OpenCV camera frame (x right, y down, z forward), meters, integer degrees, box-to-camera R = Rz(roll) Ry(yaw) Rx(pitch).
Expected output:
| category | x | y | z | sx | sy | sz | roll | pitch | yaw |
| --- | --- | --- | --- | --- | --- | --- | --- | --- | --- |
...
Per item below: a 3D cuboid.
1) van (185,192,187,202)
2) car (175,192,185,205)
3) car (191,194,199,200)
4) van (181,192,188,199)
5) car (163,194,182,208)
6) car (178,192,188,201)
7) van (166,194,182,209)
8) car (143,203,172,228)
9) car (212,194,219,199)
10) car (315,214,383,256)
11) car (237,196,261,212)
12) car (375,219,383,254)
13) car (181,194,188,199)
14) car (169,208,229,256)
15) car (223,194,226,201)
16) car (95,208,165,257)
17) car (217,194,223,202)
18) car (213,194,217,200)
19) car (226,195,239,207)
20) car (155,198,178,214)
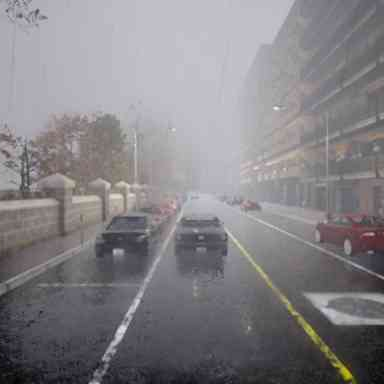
| category | x | y | z | sx | sy | sz | roll | pitch | yaw |
| --- | --- | --- | --- | --- | --- | --- | --- | --- | --- |
| van | -2.120 | 1.060 | 51.958 | 1.690 | 1.788 | 3.998 | 0 | 0 | 0 |
| car | -2.189 | 1.114 | 35.066 | 2.192 | 1.841 | 5.009 | 0 | 0 | 0 |
| car | 0.693 | 1.140 | 81.606 | 2.033 | 1.411 | 5.357 | 0 | 0 | 0 |
| van | -1.980 | 0.917 | 85.738 | 1.690 | 1.788 | 3.998 | 0 | 0 | 0 |
| car | -2.212 | 1.265 | 29.436 | 1.967 | 1.590 | 4.097 | 0 | 0 | 0 |
| car | -2.026 | 0.934 | 74.478 | 2.192 | 1.841 | 5.009 | 0 | 0 | 0 |
| van | -2.166 | 1.113 | 40.697 | 1.690 | 1.788 | 3.998 | 0 | 0 | 0 |
| car | -2.259 | 1.468 | 18.181 | 1.802 | 1.307 | 4.206 | 0 | 0 | 0 |
| car | 6.423 | 1.142 | 91.336 | 1.802 | 1.307 | 4.206 | 0 | 0 | 0 |
| car | 6.099 | 1.470 | 12.515 | 1.887 | 1.381 | 4.507 | 0 | 0 | 0 |
| car | 6.191 | 1.386 | 35.033 | 1.802 | 1.307 | 4.206 | 0 | 0 | 0 |
| car | 6.075 | 1.511 | 6.884 | 2.008 | 1.369 | 4.403 | 0 | 0 | 0 |
| car | -1.957 | 1.137 | 91.370 | 1.802 | 1.307 | 4.206 | 0 | 0 | 0 |
| car | 0.311 | 1.521 | 12.843 | 1.895 | 1.301 | 4.718 | 0 | 0 | 0 |
| car | 6.261 | 1.306 | 51.925 | 1.802 | 1.307 | 4.206 | 0 | 0 | 0 |
| car | -2.281 | 1.486 | 12.550 | 1.947 | 1.339 | 4.313 | 0 | 0 | 0 |
| car | 6.307 | 1.238 | 63.185 | 1.947 | 1.339 | 4.313 | 0 | 0 | 0 |
| car | 6.354 | 1.064 | 74.444 | 1.967 | 1.590 | 4.097 | 0 | 0 | 0 |
| car | 6.237 | 1.191 | 46.294 | 1.967 | 1.590 | 4.097 | 0 | 0 | 0 |
| car | -2.235 | 1.398 | 23.808 | 1.887 | 1.381 | 4.507 | 0 | 0 | 0 |
